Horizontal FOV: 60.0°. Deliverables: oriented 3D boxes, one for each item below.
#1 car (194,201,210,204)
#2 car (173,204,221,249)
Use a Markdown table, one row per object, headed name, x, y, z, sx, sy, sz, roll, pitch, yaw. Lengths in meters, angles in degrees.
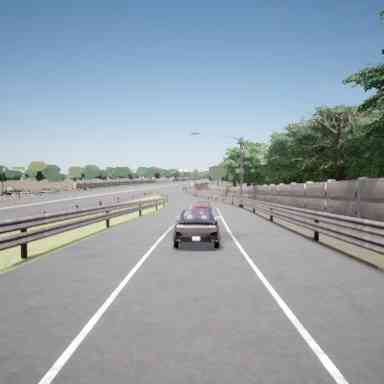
| name | x | y | z | sx | sy | sz | roll | pitch | yaw |
| --- | --- | --- | --- | --- | --- | --- | --- | --- | --- |
| car | 0.896 | 1.515 | 29.499 | 1.812 | 1.442 | 4.674 | 0 | 0 | 3 |
| car | 0.223 | 1.485 | 14.555 | 2.128 | 1.511 | 4.902 | 0 | 0 | 2 |
